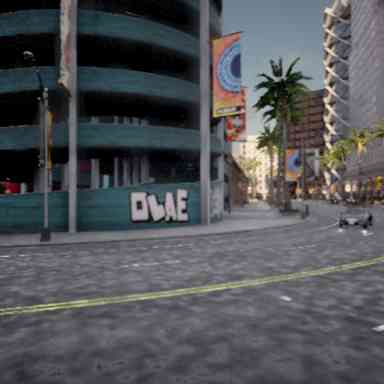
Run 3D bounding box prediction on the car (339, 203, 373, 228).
[{"bbox_3d":[12.336,1.863,24.896,2.128,1.511,4.902,-1,-1,34],"label":"car"}]
